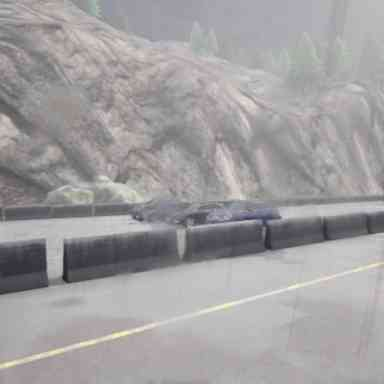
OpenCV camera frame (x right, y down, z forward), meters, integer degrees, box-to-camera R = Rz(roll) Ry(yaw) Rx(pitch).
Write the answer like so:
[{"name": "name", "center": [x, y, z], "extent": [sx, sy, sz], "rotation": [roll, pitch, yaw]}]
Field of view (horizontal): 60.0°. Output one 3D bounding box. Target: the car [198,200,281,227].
[{"name": "car", "center": [2.956, 1.262, 18.982], "extent": [4.553, 1.767, 2.097], "rotation": [0, 0, -35]}]

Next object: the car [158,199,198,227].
[{"name": "car", "center": [0.534, 1.419, 21.556], "extent": [4.892, 1.490, 1.837], "rotation": [0, 0, -35]}]

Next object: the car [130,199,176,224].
[{"name": "car", "center": [-2.090, 1.483, 23.984], "extent": [4.181, 1.385, 1.994], "rotation": [0, 0, -35]}]

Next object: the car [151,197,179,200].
[{"name": "car", "center": [-2.824, 1.261, 27.754], "extent": [4.553, 1.767, 2.097], "rotation": [0, 0, -35]}]
